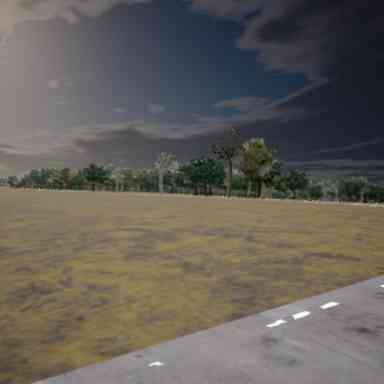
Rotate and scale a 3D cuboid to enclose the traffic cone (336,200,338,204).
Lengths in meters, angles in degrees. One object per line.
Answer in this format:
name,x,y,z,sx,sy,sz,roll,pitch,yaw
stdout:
traffic cone,27.093,1.874,61.951,0.340,0.580,0.340,1,0,-20
